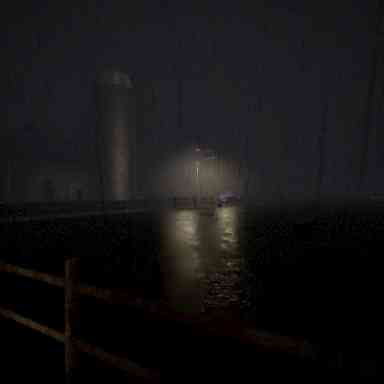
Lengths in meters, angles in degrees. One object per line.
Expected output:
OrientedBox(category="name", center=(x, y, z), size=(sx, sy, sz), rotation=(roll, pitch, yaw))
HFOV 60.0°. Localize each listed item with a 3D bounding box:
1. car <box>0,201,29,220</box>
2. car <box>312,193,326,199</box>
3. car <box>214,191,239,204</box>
OrientedBox(category="car", center=(-14.385, 1.368, 24.164), size=(2.128, 1.511, 4.902), rotation=(-1, 0, 34))
OrientedBox(category="car", center=(31.860, 0.968, 83.258), size=(2.033, 1.411, 5.357), rotation=(-1, 0, 42))
OrientedBox(category="car", center=(6.013, 0.896, 56.813), size=(2.150, 2.045, 5.566), rotation=(-1, 0, 38))
